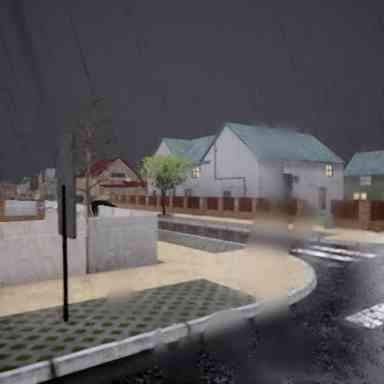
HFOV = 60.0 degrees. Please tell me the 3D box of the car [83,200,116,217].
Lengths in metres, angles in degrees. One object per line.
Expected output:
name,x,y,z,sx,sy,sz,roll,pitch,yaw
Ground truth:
car,-8.509,1.474,30.759,1.812,1.442,4.674,-1,1,-37
